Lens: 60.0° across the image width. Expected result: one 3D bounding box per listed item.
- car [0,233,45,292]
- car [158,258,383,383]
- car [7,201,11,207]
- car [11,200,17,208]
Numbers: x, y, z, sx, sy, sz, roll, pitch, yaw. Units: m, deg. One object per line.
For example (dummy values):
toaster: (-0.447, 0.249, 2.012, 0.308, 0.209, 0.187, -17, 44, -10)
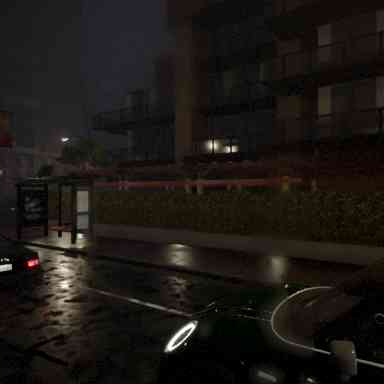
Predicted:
car: (-5.735, 1.547, 8.039, 5.357, 1.411, 2.033, 0, 0, 36)
car: (1.882, 1.352, 2.662, 4.553, 1.767, 2.097, 0, 0, 35)
car: (-24.563, 1.477, 49.090, 1.882, 1.535, 5.008, 0, 0, 35)
car: (-22.065, 1.505, 46.547, 1.837, 1.490, 4.892, 0, 0, 36)
